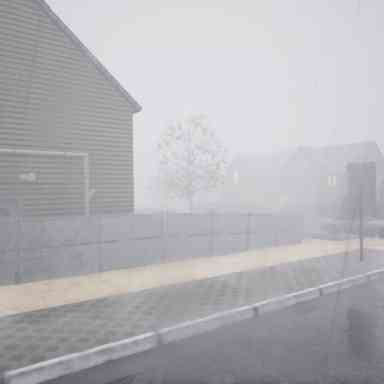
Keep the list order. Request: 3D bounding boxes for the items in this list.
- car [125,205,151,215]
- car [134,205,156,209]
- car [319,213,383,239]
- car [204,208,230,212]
[{"bbox_3d":[-7.888,2.584,48.405,1.895,1.301,4.718,-1,-1,-35],"label":"car"},{"bbox_3d":[-5.018,2.413,39.388,1.895,1.301,4.718,-1,-1,-35],"label":"car"},{"bbox_3d":[9.602,1.811,18.482,1.895,1.301,4.718,-1,-1,-31],"label":"car"},{"bbox_3d":[2.289,2.077,29.088,1.994,1.385,4.181,-1,-1,-36],"label":"car"}]
